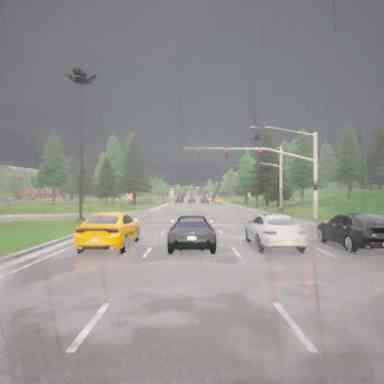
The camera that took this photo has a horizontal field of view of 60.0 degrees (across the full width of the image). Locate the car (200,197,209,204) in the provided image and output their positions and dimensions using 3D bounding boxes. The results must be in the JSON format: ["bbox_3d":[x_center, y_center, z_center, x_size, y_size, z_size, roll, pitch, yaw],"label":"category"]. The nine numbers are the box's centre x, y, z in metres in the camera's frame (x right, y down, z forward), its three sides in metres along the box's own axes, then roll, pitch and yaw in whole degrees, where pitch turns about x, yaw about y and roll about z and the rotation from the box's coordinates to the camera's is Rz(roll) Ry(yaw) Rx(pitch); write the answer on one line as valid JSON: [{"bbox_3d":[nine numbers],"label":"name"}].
[{"bbox_3d":[3.465,2.367,88.189,1.994,1.385,4.181,0,-1,0],"label":"car"}]

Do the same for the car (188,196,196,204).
[{"bbox_3d":[-0.035,2.169,88.159,2.097,1.767,4.553,0,-1,0],"label":"car"}]

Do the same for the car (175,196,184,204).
[{"bbox_3d":[-3.535,2.388,87.800,1.895,1.301,4.718,0,-1,0],"label":"car"}]

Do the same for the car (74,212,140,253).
[{"bbox_3d":[-3.500,1.614,14.487,1.882,1.535,5.008,0,0,0],"label":"car"}]

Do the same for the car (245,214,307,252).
[{"bbox_3d":[3.500,1.661,14.379,1.812,1.442,4.674,0,0,0],"label":"car"}]

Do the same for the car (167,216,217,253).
[{"bbox_3d":[-0.001,1.699,14.313,1.994,1.385,4.181,0,0,0],"label":"car"}]

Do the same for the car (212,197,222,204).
[{"bbox_3d":[6.965,2.292,88.191,1.882,1.535,5.008,0,-1,0],"label":"car"}]

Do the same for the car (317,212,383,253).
[{"bbox_3d":[6.999,1.642,14.308,1.837,1.490,4.892,0,0,0],"label":"car"}]
